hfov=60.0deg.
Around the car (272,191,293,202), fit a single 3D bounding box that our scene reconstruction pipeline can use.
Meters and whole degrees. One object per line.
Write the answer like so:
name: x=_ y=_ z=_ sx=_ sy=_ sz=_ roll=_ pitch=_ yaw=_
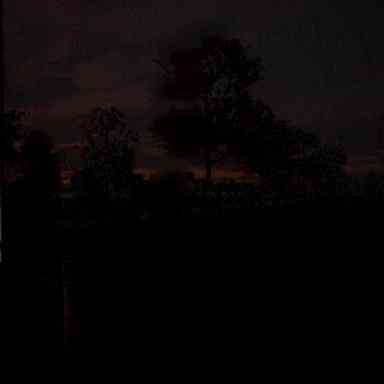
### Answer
car: x=13.736 y=0.596 z=50.288 sx=1.882 sy=1.535 sz=5.008 roll=0 pitch=1 yaw=37
